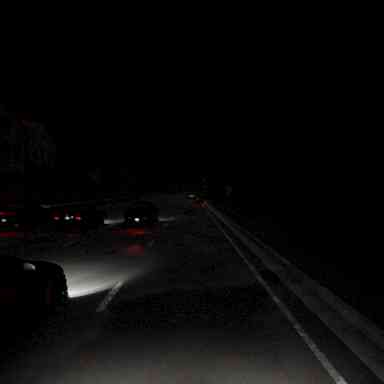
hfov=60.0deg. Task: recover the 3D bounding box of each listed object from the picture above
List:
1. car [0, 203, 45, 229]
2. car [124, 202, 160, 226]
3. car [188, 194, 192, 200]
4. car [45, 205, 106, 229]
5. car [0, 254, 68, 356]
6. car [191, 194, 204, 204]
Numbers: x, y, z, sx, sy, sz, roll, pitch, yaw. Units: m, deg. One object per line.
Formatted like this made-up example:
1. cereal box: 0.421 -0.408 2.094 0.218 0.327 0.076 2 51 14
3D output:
1. car: -10.401 1.421 20.968 1.882 1.535 5.008 0 0 0
2. car: -3.401 1.443 23.017 1.837 1.490 4.892 0 0 0
3. car: -0.003 1.158 76.784 2.128 1.511 4.902 0 0 0
4. car: -6.901 1.491 20.916 2.033 1.411 5.357 0 0 0
5. car: -3.400 1.551 4.813 1.994 1.385 4.181 0 0 0
6. car: 1.221 1.294 60.049 1.801 1.575 5.366 0 0 0
